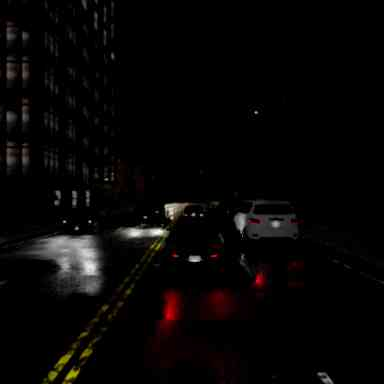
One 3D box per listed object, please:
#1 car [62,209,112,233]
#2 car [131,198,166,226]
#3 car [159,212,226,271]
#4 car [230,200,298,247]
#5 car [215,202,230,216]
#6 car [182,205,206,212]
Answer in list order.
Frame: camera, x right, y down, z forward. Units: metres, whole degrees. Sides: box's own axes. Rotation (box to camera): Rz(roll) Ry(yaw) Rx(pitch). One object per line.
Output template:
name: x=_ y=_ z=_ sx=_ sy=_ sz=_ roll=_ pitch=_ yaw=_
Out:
car: x=-6.560 y=1.802 z=21.185 sx=1.895 sy=1.301 sz=4.718 roll=0 pitch=-1 yaw=0
car: x=-3.300 y=1.473 z=26.326 sx=2.150 sy=2.045 sz=5.566 roll=0 pitch=-1 yaw=0
car: x=0.094 y=1.632 z=11.198 sx=1.812 sy=1.442 sz=4.674 roll=0 pitch=0 yaw=0
car: x=3.374 y=1.374 z=16.025 sx=2.150 sy=2.045 sz=5.566 roll=0 pitch=-1 yaw=0
car: x=3.411 y=1.798 z=33.786 sx=1.882 sy=1.535 sz=5.008 roll=0 pitch=-1 yaw=0
car: x=0.140 y=1.810 z=27.608 sx=2.033 sy=1.411 sz=5.357 roll=0 pitch=-1 yaw=0
